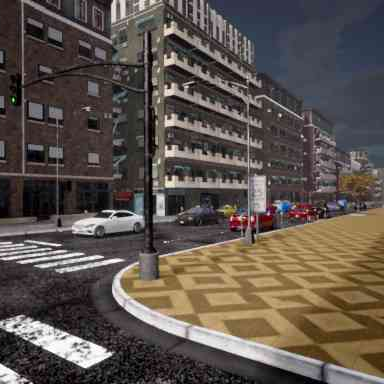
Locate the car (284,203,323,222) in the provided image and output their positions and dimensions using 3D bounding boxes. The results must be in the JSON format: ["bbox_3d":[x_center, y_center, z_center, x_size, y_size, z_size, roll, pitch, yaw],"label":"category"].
[{"bbox_3d":[10.619,2.032,31.449,1.887,1.381,4.507,-2,-2,35],"label":"car"}]

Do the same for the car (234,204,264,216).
[{"bbox_3d":[7.034,2.222,40.835,1.947,1.339,4.313,-2,-2,35],"label":"car"}]

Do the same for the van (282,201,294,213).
[{"bbox_3d":[13.499,2.174,50.106,1.690,1.788,3.998,-2,-2,35],"label":"van"}]

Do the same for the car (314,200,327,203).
[{"bbox_3d":[17.696,2.267,46.034,1.837,1.490,4.892,-1,-1,35],"label":"car"}]

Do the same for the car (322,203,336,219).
[{"bbox_3d":[13.854,2.141,36.080,1.947,1.339,4.313,-2,-2,35],"label":"car"}]

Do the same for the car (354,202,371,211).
[{"bbox_3d":[30.022,2.583,59.241,1.947,1.339,4.313,-2,-2,35],"label":"car"}]

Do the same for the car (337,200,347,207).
[{"bbox_3d":[39.273,2.882,87.103,1.690,1.788,3.998,-2,-2,35],"label":"car"}]

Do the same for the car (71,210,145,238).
[{"bbox_3d":[-4.739,1.778,19.467,1.812,1.442,4.674,-1,-1,34],"label":"car"}]

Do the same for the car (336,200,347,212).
[{"bbox_3d":[23.507,2.468,54.370,2.033,1.411,5.357,-1,-1,36],"label":"car"}]

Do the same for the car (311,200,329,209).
[{"bbox_3d":[26.434,2.501,68.636,2.192,1.841,5.009,-2,-2,35],"label":"car"}]

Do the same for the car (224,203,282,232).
[{"bbox_3d":[4.150,1.751,22.187,1.967,1.590,4.097,-2,-2,35],"label":"car"}]

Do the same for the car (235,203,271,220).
[{"bbox_3d":[6.574,2.038,35.672,1.882,1.535,5.008,-1,-1,35],"label":"car"}]

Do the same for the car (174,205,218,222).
[{"bbox_3d":[0.469,2.002,31.432,1.752,1.417,4.829,-2,-2,35],"label":"car"}]

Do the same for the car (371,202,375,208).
[{"bbox_3d":[36.490,2.745,68.506,2.008,1.369,4.403,-2,-2,35],"label":"car"}]

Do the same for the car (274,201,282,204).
[{"bbox_3d":[10.267,2.289,45.468,1.887,1.381,4.507,-2,-2,35],"label":"car"}]

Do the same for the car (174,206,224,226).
[{"bbox_3d":[0.787,1.950,27.395,2.033,1.411,5.357,-1,-1,35],"label":"car"}]

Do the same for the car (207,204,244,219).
[{"bbox_3d":[3.703,2.090,36.064,1.752,1.417,4.829,-2,-2,35],"label":"car"}]

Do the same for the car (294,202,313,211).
[{"bbox_3d":[19.969,2.554,59.365,1.887,1.381,4.507,-2,-2,35],"label":"car"}]
